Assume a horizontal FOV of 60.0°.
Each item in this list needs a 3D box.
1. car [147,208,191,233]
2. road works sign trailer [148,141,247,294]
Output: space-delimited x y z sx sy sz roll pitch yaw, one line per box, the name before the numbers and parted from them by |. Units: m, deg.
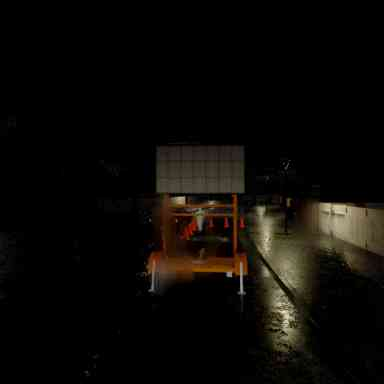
car | -1.285 1.627 19.967 1.895 1.301 4.718 0 0 7
road works sign trailer | 0.226 0.470 8.834 2.380 3.560 2.880 0 0 5
